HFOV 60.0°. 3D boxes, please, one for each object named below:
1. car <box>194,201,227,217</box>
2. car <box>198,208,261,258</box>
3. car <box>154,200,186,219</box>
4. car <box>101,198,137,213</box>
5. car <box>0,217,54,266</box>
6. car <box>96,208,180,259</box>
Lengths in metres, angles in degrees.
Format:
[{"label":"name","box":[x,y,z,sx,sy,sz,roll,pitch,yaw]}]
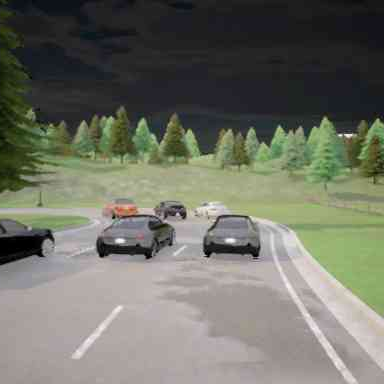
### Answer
[{"label":"car","box":[1.646,1.505,28.161,1.812,1.442,4.674,1,0,-17]},{"label":"car","box":[1.617,1.558,12.868,1.994,1.385,4.181,0,0,10]},{"label":"car","box":[-1.958,1.469,28.023,1.837,1.490,4.892,2,-1,-21]},{"label":"car","box":[-6.194,1.297,28.257,2.097,1.767,4.553,0,0,-27]},{"label":"car","box":[-6.005,1.442,9.717,1.882,1.535,5.008,0,0,8]},{"label":"car","box":[-1.965,1.542,12.689,1.994,1.385,4.181,0,0,10]}]
